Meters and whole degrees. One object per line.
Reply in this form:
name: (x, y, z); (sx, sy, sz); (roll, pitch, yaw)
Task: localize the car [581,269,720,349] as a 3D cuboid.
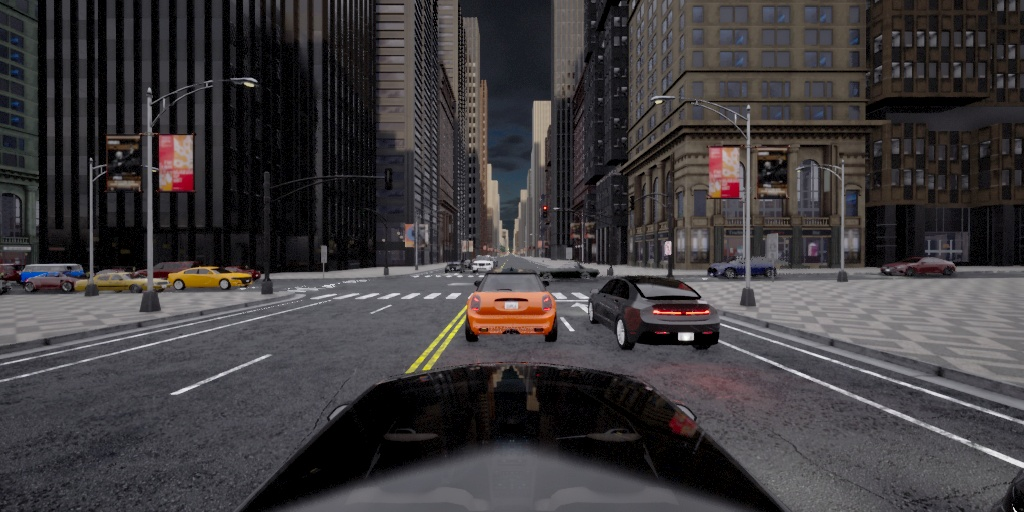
car: (3.235, 1.254, 9.102); (1.837, 1.490, 4.892); (0, 0, 0)

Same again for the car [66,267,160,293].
car: (-23.880, 1.593, 22.147); (4.829, 1.417, 1.751); (0, 0, 0)

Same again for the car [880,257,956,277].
car: (31.745, 0.815, 28.054); (4.674, 1.442, 1.812); (-1, 0, 0)

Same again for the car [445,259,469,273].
car: (-6.697, 1.295, 42.515); (1.994, 1.385, 4.181); (0, 0, 0)

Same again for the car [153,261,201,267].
car: (-29.128, 1.414, 30.680); (5.009, 1.841, 2.192); (0, 0, 0)

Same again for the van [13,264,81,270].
van: (-39.303, 1.578, 30.689); (3.998, 1.789, 1.690); (0, 0, 0)

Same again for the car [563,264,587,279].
car: (4.227, 1.263, 28.036); (4.718, 1.301, 1.895); (0, 0, 0)

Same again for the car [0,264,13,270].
car: (-44.390, 1.621, 30.694); (5.009, 1.841, 2.192); (0, 0, 0)

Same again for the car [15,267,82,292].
car: (-30.780, 1.711, 24.819); (4.181, 1.385, 1.994); (-1, 0, 1)

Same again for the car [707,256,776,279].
car: (17.849, 0.828, 28.045); (4.553, 1.767, 2.097); (-1, 0, 0)

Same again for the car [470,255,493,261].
car: (-3.449, 0.952, 43.358); (2.150, 2.045, 5.566); (0, 0, 0)

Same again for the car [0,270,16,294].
car: (-33.822, 1.751, 22.145); (4.403, 1.370, 2.007); (0, 0, 0)

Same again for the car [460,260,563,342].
car: (-0.007, 1.101, 9.963); (2.097, 1.767, 4.553); (0, 0, 0)

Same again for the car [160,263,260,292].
car: (-20.782, 1.489, 24.807); (5.008, 1.535, 1.882); (-1, 0, 0)
